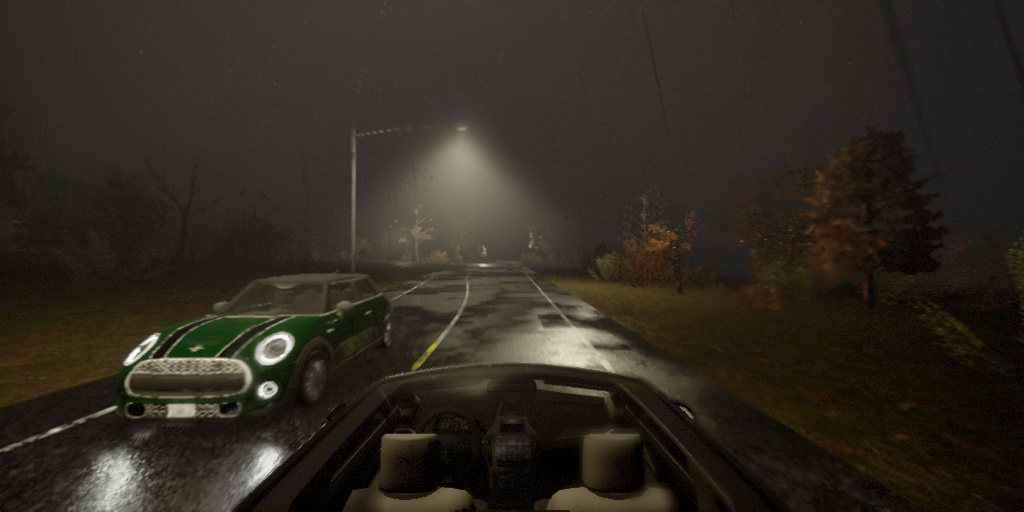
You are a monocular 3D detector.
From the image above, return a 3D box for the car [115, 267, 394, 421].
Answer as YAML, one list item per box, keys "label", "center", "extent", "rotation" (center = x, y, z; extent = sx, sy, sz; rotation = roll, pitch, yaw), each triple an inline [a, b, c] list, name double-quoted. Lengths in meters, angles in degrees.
- label: "car"
  center: [-3.686, 1.121, 6.203]
  extent: [2.097, 1.767, 4.553]
  rotation: [0, 0, -1]
